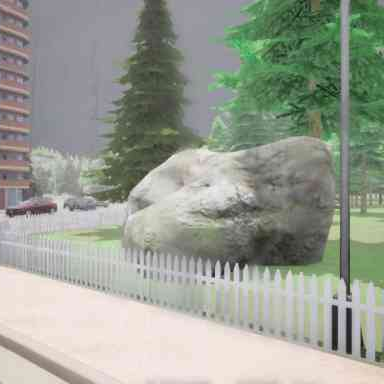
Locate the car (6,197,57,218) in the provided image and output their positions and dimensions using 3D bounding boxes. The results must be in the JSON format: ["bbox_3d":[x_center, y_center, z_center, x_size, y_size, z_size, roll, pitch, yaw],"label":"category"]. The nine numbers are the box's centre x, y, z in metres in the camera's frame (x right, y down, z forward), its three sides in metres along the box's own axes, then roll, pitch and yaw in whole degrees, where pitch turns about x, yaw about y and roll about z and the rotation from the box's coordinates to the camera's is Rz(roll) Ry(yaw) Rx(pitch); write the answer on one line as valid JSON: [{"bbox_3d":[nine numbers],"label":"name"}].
[{"bbox_3d":[-14.413,1.422,30.208,1.882,1.535,5.008,0,0,15],"label":"car"}]

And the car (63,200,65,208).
[{"bbox_3d":[-16.382,1.449,45.890,1.837,1.490,4.892,0,0,-8],"label":"car"}]

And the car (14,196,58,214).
[{"bbox_3d":[-16.670,1.297,35.855,2.097,1.767,4.553,0,0,8],"label":"car"}]

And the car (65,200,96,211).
[{"bbox_3d":[-12.755,1.508,39.046,1.994,1.385,4.181,0,0,4],"label":"car"}]
